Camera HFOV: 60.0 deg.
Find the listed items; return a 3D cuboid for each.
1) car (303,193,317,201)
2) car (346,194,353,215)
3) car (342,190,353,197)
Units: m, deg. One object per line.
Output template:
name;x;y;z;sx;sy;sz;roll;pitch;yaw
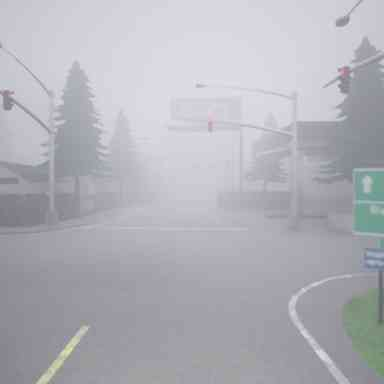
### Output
car;22.744;1.004;64.755;1.970;1.475;3.806;0;0;0
car;14.464;1.286;25.720;3.866;1.878;1.905;0;0;0
car;35.177;0.876;72.500;2.007;1.523;4.514;0;0;0
